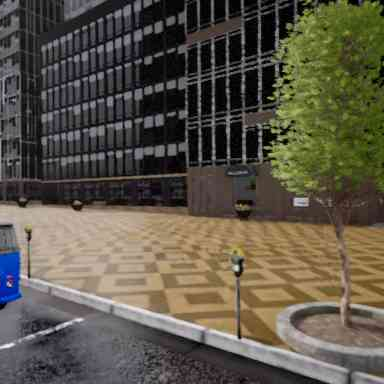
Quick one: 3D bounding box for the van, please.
[{"bbox_3d":[-4.975,1.311,6.429,3.998,1.788,1.690,0,-1,35],"label":"van"}]
